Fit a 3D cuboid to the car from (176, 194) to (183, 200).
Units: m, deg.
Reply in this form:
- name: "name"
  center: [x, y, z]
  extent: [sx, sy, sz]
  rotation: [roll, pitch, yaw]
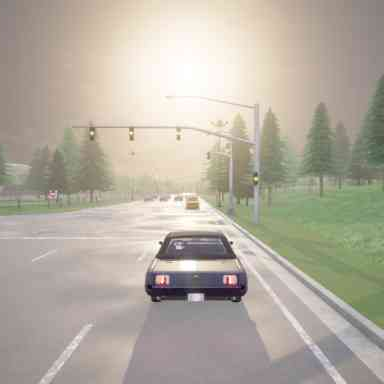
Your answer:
- name: "car"
  center: [-3.317, 1.357, 90.900]
  extent: [1.812, 1.442, 4.674]
  rotation: [0, 0, 0]

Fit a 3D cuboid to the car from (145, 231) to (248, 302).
- name: "car"
  center: [0.095, 1.601, 8.185]
  extent: [1.895, 1.301, 4.718]
  rotation: [0, 0, 1]

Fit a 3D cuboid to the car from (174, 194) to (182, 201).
- name: "car"
  center: [-3.337, 1.545, 80.896]
  extent: [1.994, 1.385, 4.181]
  rotation: [0, 0, 0]

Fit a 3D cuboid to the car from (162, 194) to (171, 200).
- name: "car"
  center: [-6.817, 1.372, 90.907]
  extent: [2.033, 1.411, 5.357]
  rotation: [0, 0, 0]

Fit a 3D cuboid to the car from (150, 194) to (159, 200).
- name: "car"
  center: [-10.317, 1.332, 90.914]
  extent: [1.837, 1.490, 4.892]
  rotation: [0, 0, 0]

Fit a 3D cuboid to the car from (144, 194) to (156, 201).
- name: "car"
  center: [-10.338, 1.531, 80.494]
  extent: [2.033, 1.411, 5.357]
  rotation: [0, 0, 0]

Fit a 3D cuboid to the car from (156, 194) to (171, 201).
- name: "car"
  center: [-6.838, 1.531, 80.487]
  extent: [2.033, 1.411, 5.357]
  rotation: [0, 0, 0]

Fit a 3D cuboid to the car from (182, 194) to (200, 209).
- name: "car"
  center: [-0.021, 1.079, 46.397]
  extent: [1.882, 1.535, 5.008]
  rotation: [-3, 17, -3]

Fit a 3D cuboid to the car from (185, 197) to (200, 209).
- name: "car"
  center: [0.068, 1.576, 49.853]
  extent: [2.033, 1.411, 5.357]
  rotation: [-1, 1, 0]
